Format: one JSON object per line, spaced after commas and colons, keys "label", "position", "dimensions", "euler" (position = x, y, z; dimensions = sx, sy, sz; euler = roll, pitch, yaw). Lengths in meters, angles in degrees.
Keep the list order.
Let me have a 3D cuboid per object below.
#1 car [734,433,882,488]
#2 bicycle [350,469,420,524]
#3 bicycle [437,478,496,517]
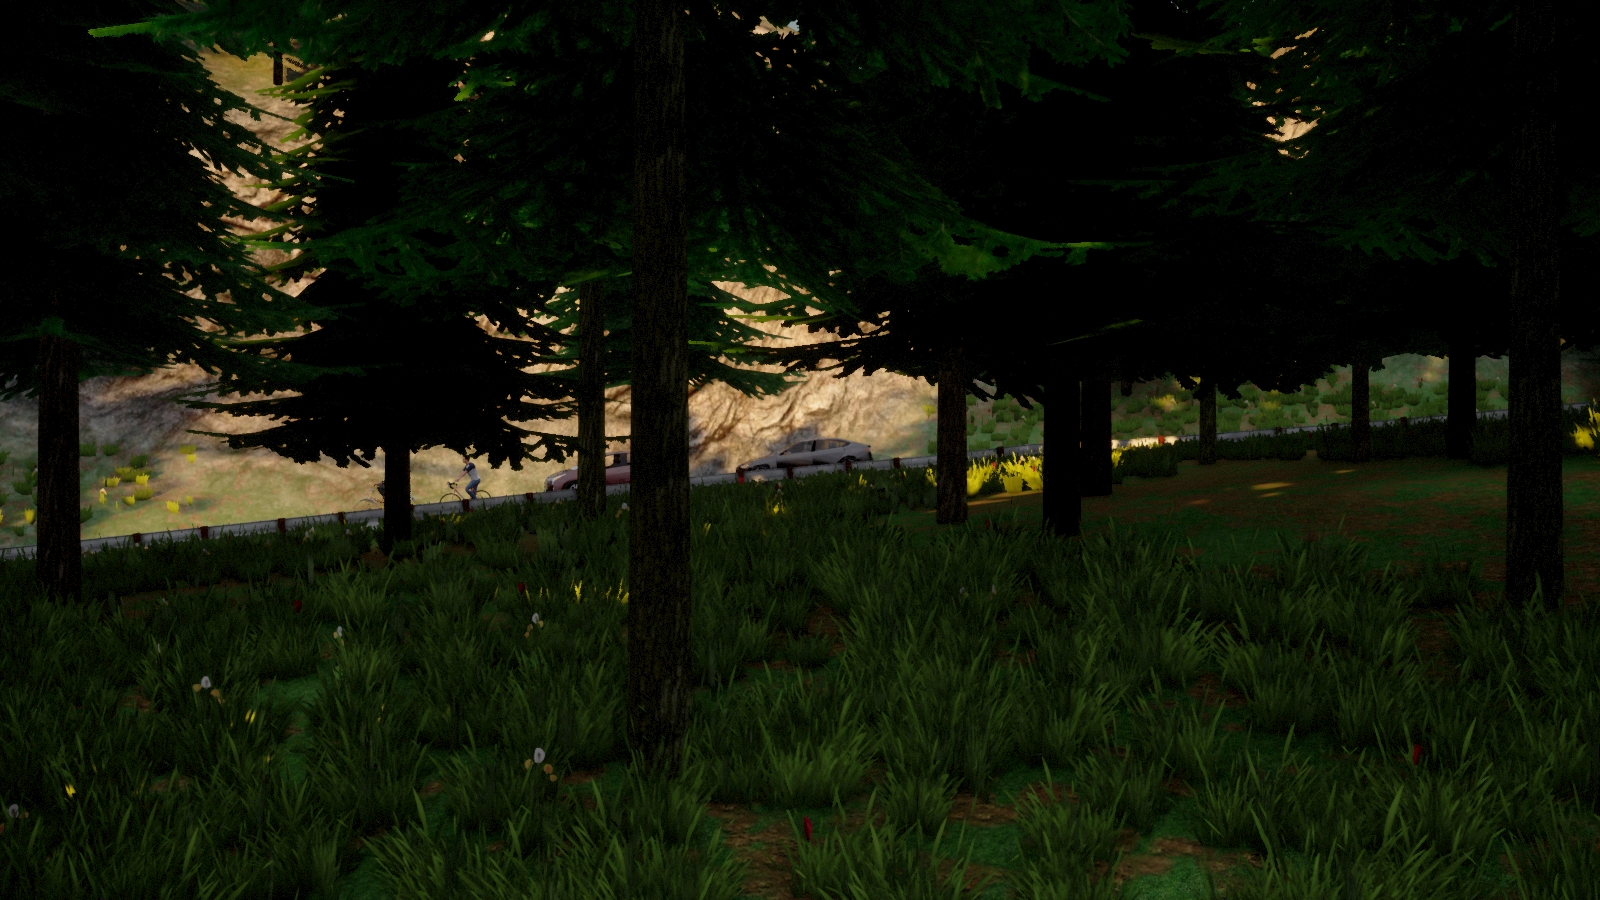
{"label": "car", "position": [0.231, 0.348, 39.656], "dimensions": [4.792, 1.488, 2.163], "euler": [-4, 1, -7]}
{"label": "bicycle", "position": [-12.440, 1.388, 34.290], "dimensions": [1.835, 1.471, 0.329], "euler": [-5, 3, -29]}
{"label": "bicycle", "position": [-10.252, 1.440, 35.171], "dimensions": [1.643, 1.024, 0.373], "euler": [-5, 3, -36]}
